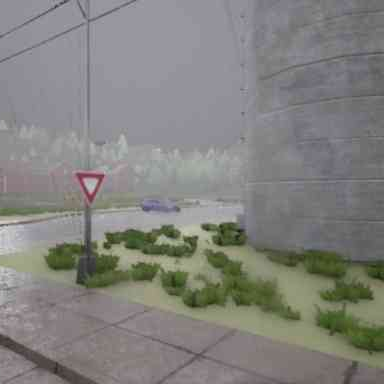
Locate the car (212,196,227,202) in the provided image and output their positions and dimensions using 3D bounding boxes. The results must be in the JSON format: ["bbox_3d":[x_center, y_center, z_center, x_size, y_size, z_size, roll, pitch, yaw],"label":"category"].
[{"bbox_3d":[6.407,1.567,75.133,3.905,1.438,1.784,0,0,35],"label":"car"}]

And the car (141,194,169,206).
[{"bbox_3d":[-6.336,1.356,56.613,4.605,1.855,1.932,0,0,35],"label":"car"}]

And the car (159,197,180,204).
[{"bbox_3d":[-4.557,1.652,67.798,1.895,1.301,4.718,0,0,34],"label":"car"}]

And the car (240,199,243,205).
[{"bbox_3d":[10.366,1.343,57.362,3.866,1.878,1.905,0,0,35],"label":"car"}]

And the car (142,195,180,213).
[{"bbox_3d":[-3.514,1.510,37.530,4.611,1.667,2.242,0,0,35],"label":"car"}]
